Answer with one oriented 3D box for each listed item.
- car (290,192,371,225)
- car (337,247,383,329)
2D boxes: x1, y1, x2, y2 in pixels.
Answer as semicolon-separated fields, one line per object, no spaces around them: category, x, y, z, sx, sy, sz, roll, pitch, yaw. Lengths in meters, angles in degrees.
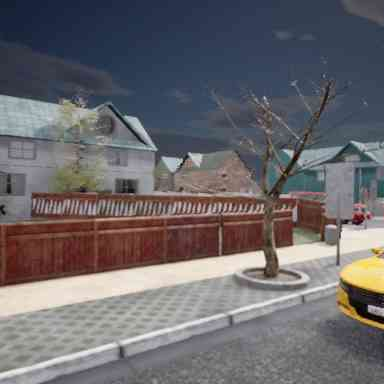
car;9.130;1.060;22.808;2.150;2.045;5.566;2;0;-36
car;4.831;1.525;6.404;5.008;1.535;1.882;0;0;-34
